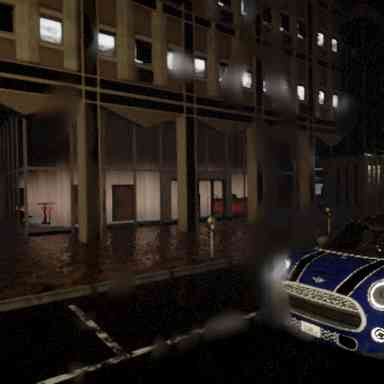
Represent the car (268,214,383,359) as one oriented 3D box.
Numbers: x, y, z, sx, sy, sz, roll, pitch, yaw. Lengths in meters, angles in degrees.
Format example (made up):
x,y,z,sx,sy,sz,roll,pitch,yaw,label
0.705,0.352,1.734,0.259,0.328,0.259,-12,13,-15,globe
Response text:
x,y,z,sx,sy,sz,roll,pitch,yaw,label
3.434,1.226,5.826,4.553,1.767,2.097,-1,1,-35,car
